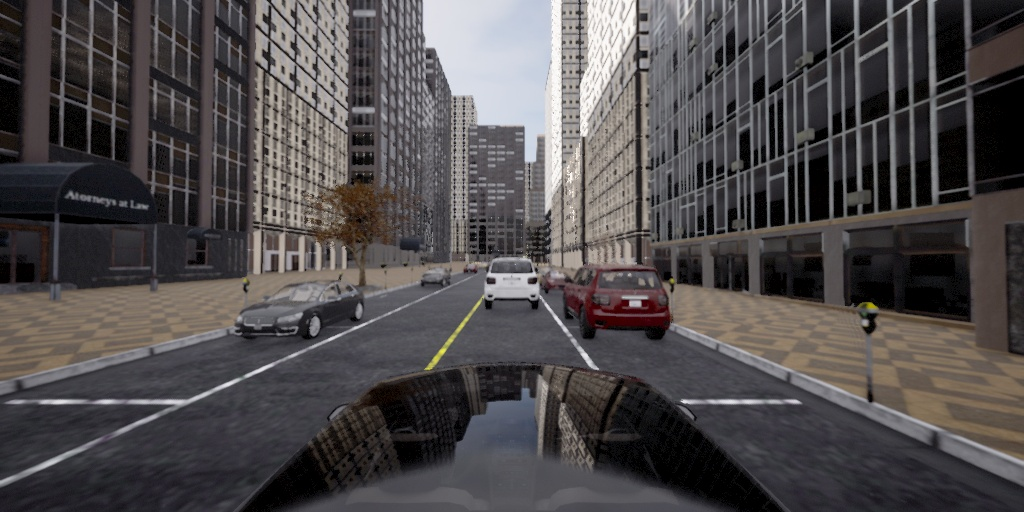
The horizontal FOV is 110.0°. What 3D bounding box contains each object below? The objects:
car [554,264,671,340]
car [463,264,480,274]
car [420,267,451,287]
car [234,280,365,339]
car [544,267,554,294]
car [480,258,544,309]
[{"bbox_3d":[2.688,1.145,10.227,2.192,1.841,5.009,0,0,0],"label":"car"},{"bbox_3d":[-5.712,1.741,49.698,1.888,1.381,4.507,0,0,0],"label":"car"},{"bbox_3d":[-5.701,1.539,27.128,2.007,1.370,4.403,0,0,0],"label":"car"},{"bbox_3d":[-5.693,1.381,10.200,2.007,1.370,4.403,0,0,0],"label":"car"},{"bbox_3d":[2.682,1.518,21.509,1.802,1.307,4.207,0,0,0],"label":"car"},{"bbox_3d":[-0.006,1.100,15.862,2.150,2.045,5.566,0,0,0],"label":"car"}]
